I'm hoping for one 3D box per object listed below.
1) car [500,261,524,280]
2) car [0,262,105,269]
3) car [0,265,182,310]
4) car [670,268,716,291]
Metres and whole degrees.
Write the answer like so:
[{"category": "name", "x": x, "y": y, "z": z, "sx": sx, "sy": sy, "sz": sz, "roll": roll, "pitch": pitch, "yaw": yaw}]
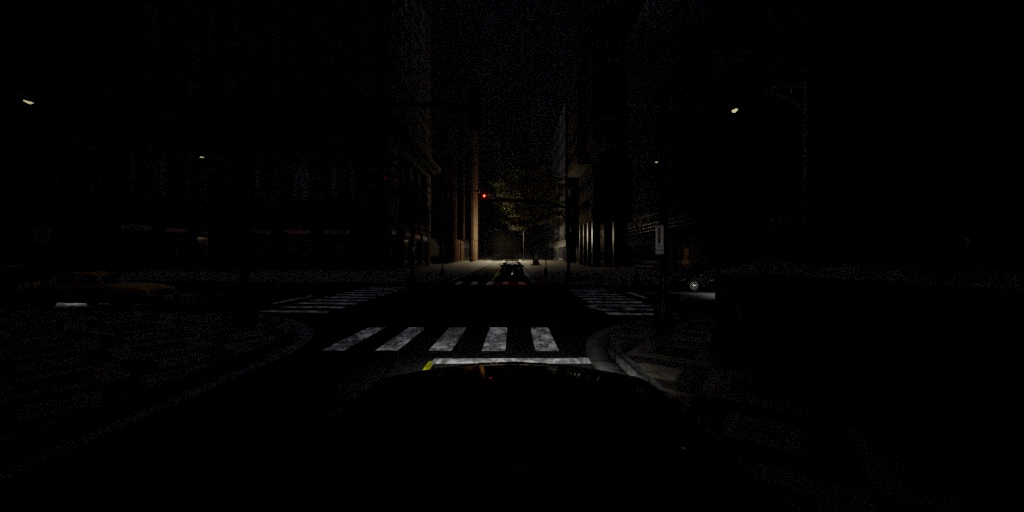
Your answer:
[{"category": "car", "x": 0.009, "y": 1.181, "z": 31.069, "sx": 2.128, "sy": 1.511, "sz": 4.902, "roll": 0, "pitch": 0, "yaw": 0}, {"category": "car", "x": -21.379, "y": 1.103, "z": 15.793, "sx": 5.357, "sy": 1.411, "sz": 2.033, "roll": 1, "pitch": 0, "yaw": 0}, {"category": "car", "x": -14.972, "y": 1.146, "z": 13.115, "sx": 4.829, "sy": 1.417, "sz": 1.751, "roll": 0, "pitch": 0, "yaw": 0}, {"category": "car", "x": 11.864, "y": 1.381, "z": 21.569, "sx": 4.403, "sy": 1.370, "sz": 2.007, "roll": 0, "pitch": 0, "yaw": 0}]
